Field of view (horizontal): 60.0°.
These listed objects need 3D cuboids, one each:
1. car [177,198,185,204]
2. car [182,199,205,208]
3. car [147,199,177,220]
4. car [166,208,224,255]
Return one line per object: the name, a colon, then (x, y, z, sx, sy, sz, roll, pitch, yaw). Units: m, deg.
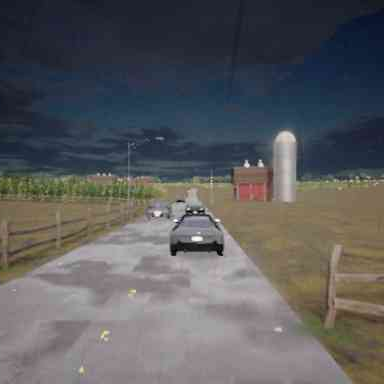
car: (-2.287, 1.796, 68.688, 1.895, 1.301, 4.718, 0, 0, 0)
car: (0.307, 1.621, 33.160, 1.895, 1.301, 4.718, 0, 0, 1)
car: (-2.659, 1.500, 28.212, 2.128, 1.511, 4.902, 0, 0, 0)
car: (0.184, 1.565, 13.348, 1.994, 1.385, 4.181, 0, 0, 0)
